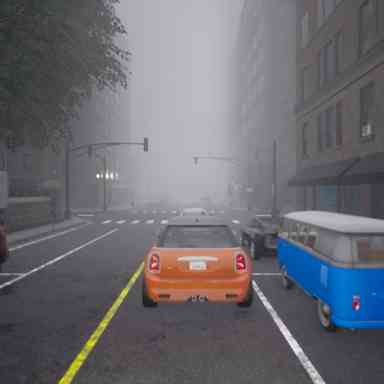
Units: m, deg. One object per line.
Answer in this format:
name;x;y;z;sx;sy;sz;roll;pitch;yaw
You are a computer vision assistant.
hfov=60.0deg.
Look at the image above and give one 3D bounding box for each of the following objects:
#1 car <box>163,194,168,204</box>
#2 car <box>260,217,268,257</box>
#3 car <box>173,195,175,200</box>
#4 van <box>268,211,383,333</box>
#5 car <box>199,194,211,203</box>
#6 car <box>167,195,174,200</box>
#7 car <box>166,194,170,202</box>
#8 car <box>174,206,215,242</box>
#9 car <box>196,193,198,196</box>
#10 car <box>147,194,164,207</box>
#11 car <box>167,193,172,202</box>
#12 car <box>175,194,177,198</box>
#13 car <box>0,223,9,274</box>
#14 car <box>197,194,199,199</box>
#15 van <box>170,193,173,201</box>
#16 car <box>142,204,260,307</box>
car;-5.670;1.505;55.658;2.008;1.369;4.403;0;0;0
car;2.856;1.559;12.219;1.947;1.339;4.313;0;0;0
car;-5.671;1.500;77.462;2.008;1.369;4.403;0;0;0
van;2.856;1.338;6.559;1.690;1.788;3.998;0;0;0
car;2.854;1.390;66.596;1.967;1.590;4.097;0;0;0
car;-5.671;1.476;88.193;1.752;1.417;4.829;0;0;0
car;-5.670;1.496;61.109;1.887;1.381;4.507;0;0;0
car;0.101;1.515;17.114;1.812;1.442;4.674;0;0;0
car;2.853;1.479;94.008;1.752;1.417;4.829;0;0;0
car;-5.670;1.483;50.038;1.752;1.417;4.829;0;0;0
car;-5.671;1.495;66.560;1.887;1.381;4.507;0;0;0
car;-5.672;1.265;82.912;2.192;1.841;5.009;0;0;0
car;-5.669;1.312;6.519;2.192;1.841;5.009;0;0;0
car;2.854;1.500;77.493;2.008;1.369;4.403;0;0;0
van;-5.671;1.290;72.011;1.690;1.788;3.998;0;0;0
car;0.102;1.348;8.113;2.097;1.767;4.553;0;0;0
